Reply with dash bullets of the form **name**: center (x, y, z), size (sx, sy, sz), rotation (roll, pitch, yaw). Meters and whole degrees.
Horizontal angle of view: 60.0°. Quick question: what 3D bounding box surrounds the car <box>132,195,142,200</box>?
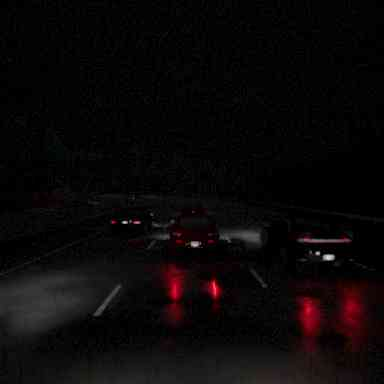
- **car**: center (-13.353, 1.468, 81.326), size (1.837, 1.490, 4.892), rotation (0, 0, 0)

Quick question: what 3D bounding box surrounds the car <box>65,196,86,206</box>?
- **car**: center (-20.514, 1.621, 58.870), size (1.837, 1.490, 4.892), rotation (0, 2, 2)

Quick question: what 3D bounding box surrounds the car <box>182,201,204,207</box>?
- **car**: center (0.098, 1.545, 31.476), size (1.882, 1.535, 5.008), rotation (0, 0, 0)

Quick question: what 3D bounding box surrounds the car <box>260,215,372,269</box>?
- **car**: center (3.598, 1.516, 11.181), size (2.128, 1.511, 4.902), rotation (0, 0, 0)

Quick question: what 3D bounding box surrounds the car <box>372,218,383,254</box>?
- **car**: center (7.097, 1.515, 10.908), size (2.128, 1.511, 4.902), rotation (0, 0, 0)

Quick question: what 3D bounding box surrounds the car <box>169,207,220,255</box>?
- **car**: center (0.097, 1.554, 13.321), size (1.812, 1.442, 4.674), rotation (0, 0, 0)

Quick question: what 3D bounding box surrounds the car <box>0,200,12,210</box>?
- **car**: center (-24.505, 1.634, 41.136), size (2.033, 1.411, 5.357), rotation (0, 0, 1)

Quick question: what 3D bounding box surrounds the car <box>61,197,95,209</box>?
- **car**: center (-14.007, 1.688, 41.062), size (1.895, 1.301, 4.718), rotation (0, 0, 1)

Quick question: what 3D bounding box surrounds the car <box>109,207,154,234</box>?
- **car**: center (-3.404, 1.589, 19.379), size (2.033, 1.411, 5.357), rotation (0, 0, 0)

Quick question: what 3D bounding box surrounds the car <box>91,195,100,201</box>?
- **car**: center (-23.852, 1.492, 81.233), size (1.812, 1.442, 4.674), rotation (0, 0, 0)
